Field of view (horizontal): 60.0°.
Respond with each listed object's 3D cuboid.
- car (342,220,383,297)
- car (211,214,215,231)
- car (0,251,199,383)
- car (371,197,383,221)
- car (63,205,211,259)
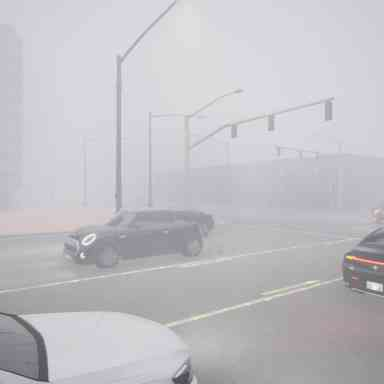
[{"bbox_3d":[5.376,1.505,7.574,4.892,1.490,1.837,0,0,-35],"label":"car"},{"bbox_3d":[-1.123,1.491,16.060,4.902,1.511,2.128,0,0,-35],"label":"car"},{"bbox_3d":[-2.103,1.526,2.248,4.674,1.442,1.812,0,0,-35],"label":"car"},{"bbox_3d":[14.361,1.353,22.739,4.553,1.767,2.097,0,0,-35],"label":"car"},{"bbox_3d":[-1.868,1.352,11.242,4.553,1.767,2.097,0,0,-35],"label":"car"}]
